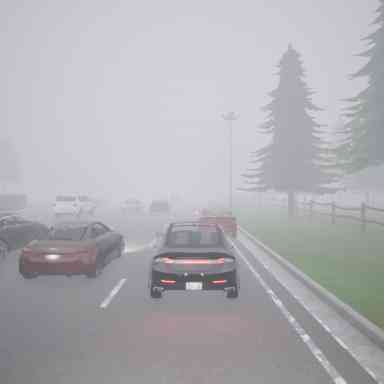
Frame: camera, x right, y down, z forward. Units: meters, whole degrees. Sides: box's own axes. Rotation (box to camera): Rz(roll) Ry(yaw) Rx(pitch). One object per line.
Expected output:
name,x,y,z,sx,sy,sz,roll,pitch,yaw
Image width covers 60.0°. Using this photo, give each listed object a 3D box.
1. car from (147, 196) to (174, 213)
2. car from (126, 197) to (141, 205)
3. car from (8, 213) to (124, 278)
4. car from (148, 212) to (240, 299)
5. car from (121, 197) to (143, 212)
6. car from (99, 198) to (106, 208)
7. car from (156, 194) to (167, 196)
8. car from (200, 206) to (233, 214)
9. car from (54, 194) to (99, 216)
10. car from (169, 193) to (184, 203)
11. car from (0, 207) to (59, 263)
car,-3.380,1.477,36.270,1.882,1.535,5.008,0,0,0
car,-10.367,1.601,59.121,1.895,1.301,4.718,0,0,0
car,-3.395,1.564,10.130,1.994,1.385,4.181,0,0,0
car,0.057,1.492,8.457,2.128,1.511,4.902,0,0,0
car,-6.879,1.601,38.989,1.895,1.301,4.718,0,0,0
car,-13.874,1.564,47.960,1.994,1.385,4.181,0,0,0
car,-6.955,1.525,82.213,2.128,1.511,4.902,0,0,0
car,1.234,1.478,17.799,1.882,1.535,5.008,0,0,0
car,-10.384,1.221,29.647,2.150,2.045,5.566,0,0,0
car,-3.363,1.223,67.783,2.150,2.045,5.566,0,0,0
car,-6.892,1.491,11.899,2.128,1.511,4.902,0,0,0
